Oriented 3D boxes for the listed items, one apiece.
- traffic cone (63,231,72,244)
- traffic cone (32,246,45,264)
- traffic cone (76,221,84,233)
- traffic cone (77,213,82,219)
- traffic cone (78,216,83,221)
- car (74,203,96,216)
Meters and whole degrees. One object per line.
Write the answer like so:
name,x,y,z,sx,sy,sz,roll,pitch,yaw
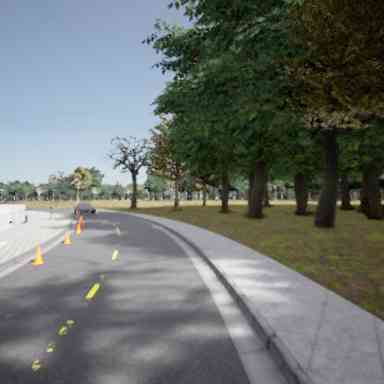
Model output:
traffic cone,-6.053,2.197,16.149,0.340,0.580,0.340,0,-1,-11
traffic cone,-5.246,2.130,11.353,0.340,0.580,0.340,0,-1,-8
traffic cone,-7.121,2.265,20.893,0.340,0.580,0.340,0,-1,-14
traffic cone,-10.029,2.408,30.172,0.340,0.580,0.340,0,-1,-21
traffic cone,-8.448,2.335,25.572,0.340,0.580,0.340,0,-1,-17
car,-13.579,2.150,42.152,1.837,1.490,4.892,0,-2,-32
